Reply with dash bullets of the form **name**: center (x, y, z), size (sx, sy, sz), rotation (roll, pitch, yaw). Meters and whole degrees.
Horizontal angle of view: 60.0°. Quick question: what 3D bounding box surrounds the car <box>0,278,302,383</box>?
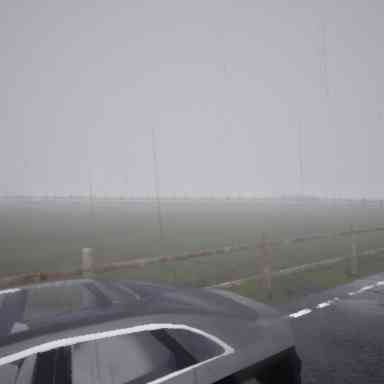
- **car**: center (-1.319, 1.497, 2.173), size (4.902, 1.511, 2.128), rotation (0, 0, -35)
